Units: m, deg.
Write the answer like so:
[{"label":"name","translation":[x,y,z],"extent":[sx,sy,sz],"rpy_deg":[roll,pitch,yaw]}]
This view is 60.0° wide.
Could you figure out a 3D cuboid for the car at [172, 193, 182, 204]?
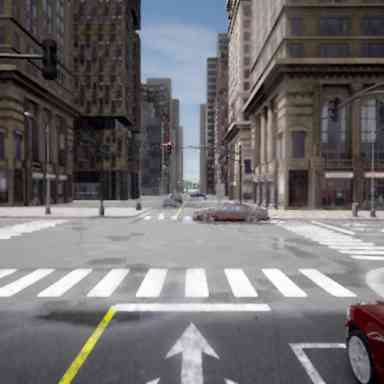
[{"label":"car","translation":[-2.976,1.206,63.060],"extent":[2.150,2.045,5.566],"rpy_deg":[0,0,1]}]

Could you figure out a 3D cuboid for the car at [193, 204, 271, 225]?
[{"label":"car","translation":[2.715,1.522,23.367],"extent":[5.357,1.411,2.033],"rpy_deg":[0,1,0]}]

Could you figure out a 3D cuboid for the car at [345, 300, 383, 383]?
[{"label":"car","translation":[2.751,1.544,2.401],"extent":[1.887,1.381,4.507],"rpy_deg":[-1,0,0]}]

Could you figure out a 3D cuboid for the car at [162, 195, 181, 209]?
[{"label":"car","translation":[-3.064,1.537,46.491],"extent":[2.033,1.411,5.357],"rpy_deg":[0,0,0]}]
